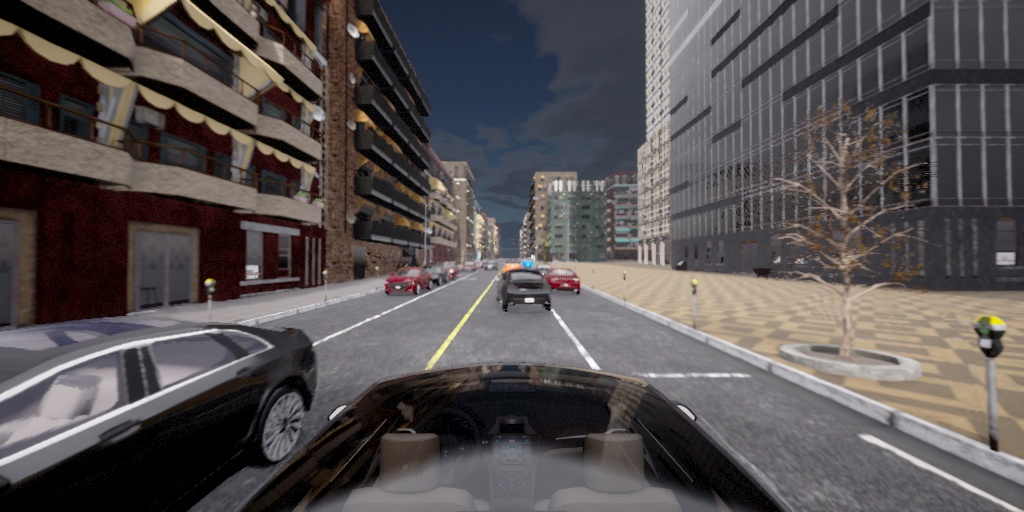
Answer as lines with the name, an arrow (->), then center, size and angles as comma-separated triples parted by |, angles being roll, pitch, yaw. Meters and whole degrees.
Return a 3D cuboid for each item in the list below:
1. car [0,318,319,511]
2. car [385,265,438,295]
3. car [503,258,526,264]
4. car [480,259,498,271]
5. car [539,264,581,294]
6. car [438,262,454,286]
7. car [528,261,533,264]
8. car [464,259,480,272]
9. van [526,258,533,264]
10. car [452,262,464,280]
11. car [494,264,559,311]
car -> -3.102, 1.242, 2.085 | 2.128, 1.511, 4.902 | 0, 0, 0
car -> -5.691, 1.320, 20.133 | 1.888, 1.381, 4.507 | 0, 0, 0
car -> 0.098, 1.153, 39.001 | 2.097, 1.767, 4.553 | 0, 0, 0
car -> -3.019, 1.313, 52.121 | 2.128, 1.511, 4.902 | 0, 0, 0
car -> 2.690, 1.320, 20.133 | 1.888, 1.381, 4.507 | 0, 0, 0
car -> -5.691, 1.348, 25.703 | 1.948, 1.339, 4.313 | 0, 0, 0
car -> 2.689, 1.341, 31.272 | 2.007, 1.370, 4.403 | 0, 0, 0
car -> -5.692, 1.396, 47.982 | 1.802, 1.307, 4.207 | 0, 0, 0
van -> 2.715, 1.177, 62.509 | 1.690, 1.789, 3.998 | 0, 0, 0
car -> -5.692, 1.230, 31.273 | 1.967, 1.591, 4.097 | 0, 0, 0
car -> 0.393, 1.272, 14.687 | 1.837, 1.490, 4.892 | 0, 0, -5
